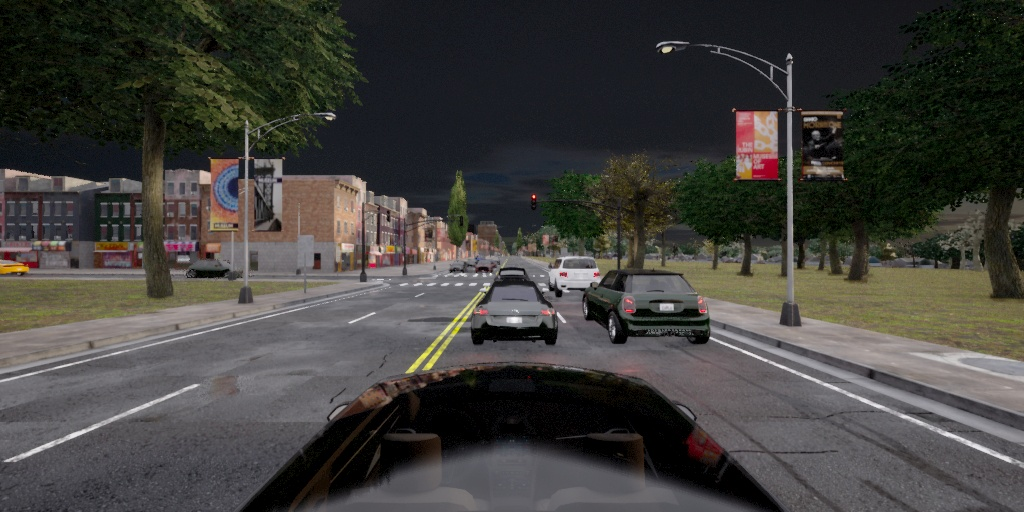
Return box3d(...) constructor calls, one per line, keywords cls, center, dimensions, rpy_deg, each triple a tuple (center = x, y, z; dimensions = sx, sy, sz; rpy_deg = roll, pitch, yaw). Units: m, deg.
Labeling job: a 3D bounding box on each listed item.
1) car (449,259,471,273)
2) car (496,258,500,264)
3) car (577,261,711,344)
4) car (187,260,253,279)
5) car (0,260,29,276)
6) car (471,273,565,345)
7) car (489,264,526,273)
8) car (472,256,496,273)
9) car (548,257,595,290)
box3d(cls="car", center=(-6.690, 1.368, 45.087), dimensions=(1.837, 1.490, 4.892), rpy_deg=(0, 1, 0))
box3d(cls="car", center=(-3.460, 1.366, 59.283), dimensions=(1.895, 1.301, 4.718), rpy_deg=(0, 1, 0))
box3d(cls="car", center=(3.310, 1.121, 9.774), dimensions=(2.097, 1.767, 4.553), rpy_deg=(0, 0, 0))
box3d(cls="car", center=(-25.134, 1.132, 30.991), dimensions=(4.553, 1.767, 2.097), rpy_deg=(1, 0, 0))
box3d(cls="car", center=(-48.975, 1.118, 33.856), dimensions=(5.008, 1.535, 1.882), rpy_deg=(0, 0, 0))
box3d(cls="car", center=(0.058, 1.332, 9.576), dimensions=(1.994, 1.385, 4.181), rpy_deg=(0, 0, 0))
box3d(cls="car", center=(0.008, 1.331, 18.488), dimensions=(1.837, 1.490, 4.892), rpy_deg=(0, 0, 0))
box3d(cls="car", center=(-3.441, 1.219, 44.877), dimensions=(2.097, 1.767, 4.553), rpy_deg=(0, 0, 0))
box3d(cls="car", center=(3.257, 1.054, 19.487), dimensions=(2.150, 2.045, 5.566), rpy_deg=(0, 0, 0))
